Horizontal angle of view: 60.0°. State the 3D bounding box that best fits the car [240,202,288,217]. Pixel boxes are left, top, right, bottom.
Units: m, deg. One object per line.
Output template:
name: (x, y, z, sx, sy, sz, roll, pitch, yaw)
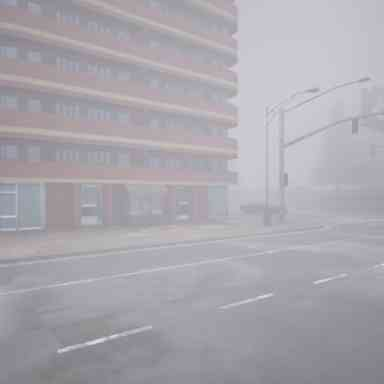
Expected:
car: (6.899, 1.601, 32.083, 1.895, 1.301, 4.718, 0, 0, -36)
